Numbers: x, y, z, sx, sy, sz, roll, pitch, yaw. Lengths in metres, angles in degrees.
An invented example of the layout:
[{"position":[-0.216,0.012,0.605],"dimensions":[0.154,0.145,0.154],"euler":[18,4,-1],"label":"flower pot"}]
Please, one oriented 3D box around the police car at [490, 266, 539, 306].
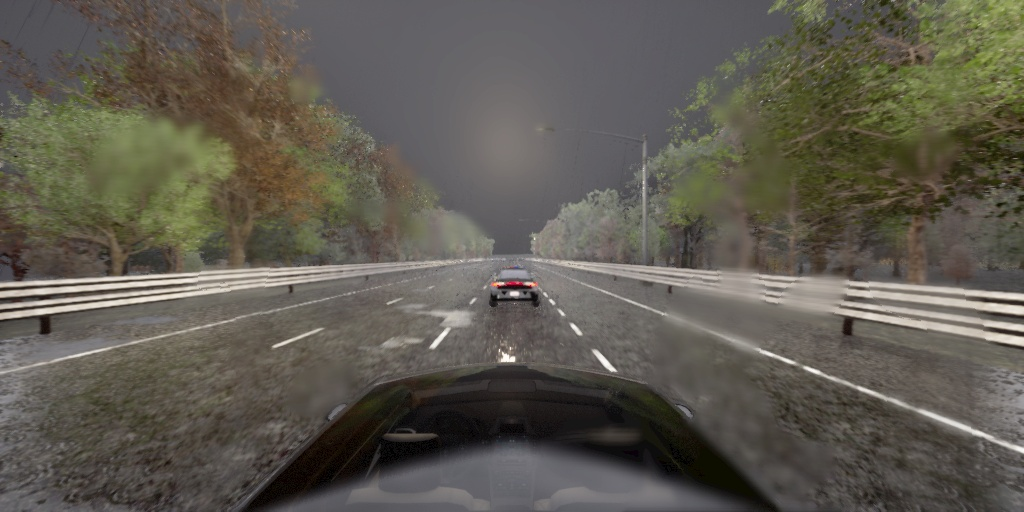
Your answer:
[{"position":[0.085,1.245,15.949],"dimensions":[2.038,1.542,4.974],"euler":[0,0,0],"label":"police car"}]
